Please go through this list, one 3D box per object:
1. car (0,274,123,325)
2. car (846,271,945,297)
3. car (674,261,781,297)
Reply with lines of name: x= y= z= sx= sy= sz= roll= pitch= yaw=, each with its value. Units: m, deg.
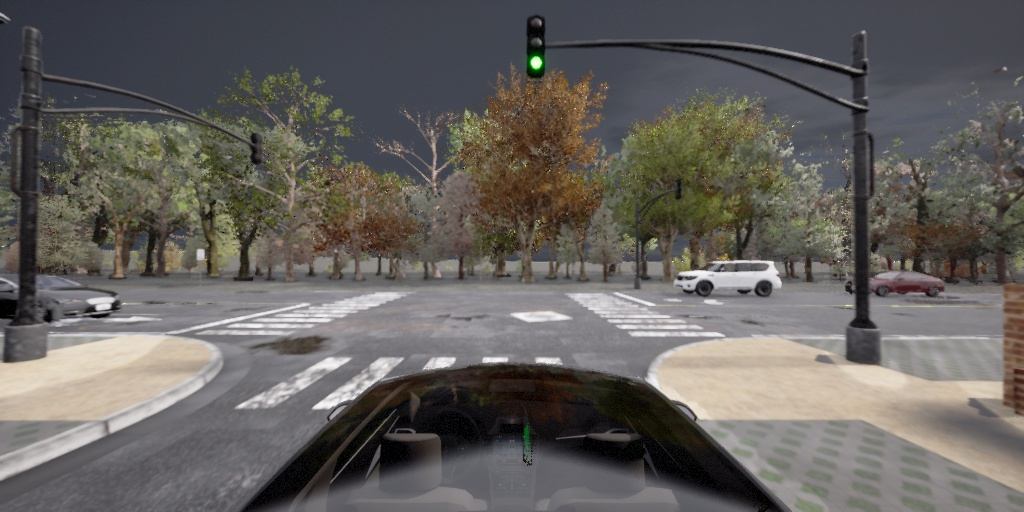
car: x=-15.115 y=1.307 z=11.125 sx=4.902 sy=1.511 sz=2.128 roll=0 pitch=-1 yaw=0
car: x=22.490 y=1.619 z=21.104 sx=4.674 sy=1.442 sz=1.812 roll=0 pitch=-1 yaw=0
car: x=12.566 y=1.281 z=21.073 sx=5.566 sy=2.045 sz=2.150 roll=0 pitch=-1 yaw=2
